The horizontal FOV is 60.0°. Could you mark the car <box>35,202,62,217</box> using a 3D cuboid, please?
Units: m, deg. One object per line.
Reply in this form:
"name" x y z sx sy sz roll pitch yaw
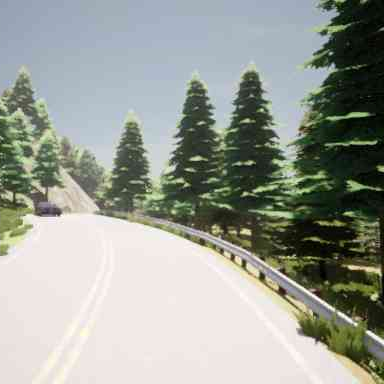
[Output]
"car" -13.329 1.588 30.758 1.895 1.301 4.718 2 -2 -30
